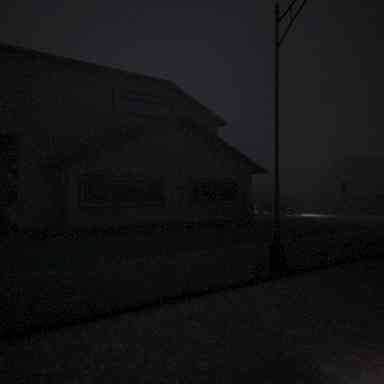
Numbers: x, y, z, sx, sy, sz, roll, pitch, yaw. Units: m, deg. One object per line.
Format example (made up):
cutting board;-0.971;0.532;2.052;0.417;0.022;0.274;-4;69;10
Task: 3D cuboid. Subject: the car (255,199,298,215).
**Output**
car;8.763;1.505;34.814;1.837;1.490;4.892;0;0;-35
